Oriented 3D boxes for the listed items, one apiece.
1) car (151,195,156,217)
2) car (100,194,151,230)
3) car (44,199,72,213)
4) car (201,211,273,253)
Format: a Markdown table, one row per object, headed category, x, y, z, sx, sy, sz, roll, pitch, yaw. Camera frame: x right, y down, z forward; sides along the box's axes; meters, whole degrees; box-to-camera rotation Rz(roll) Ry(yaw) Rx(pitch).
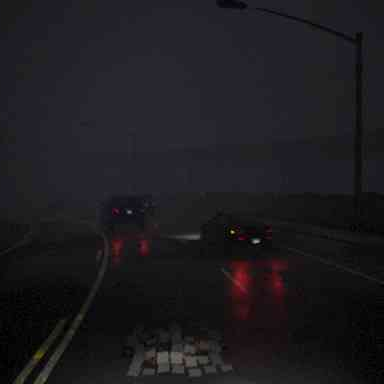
| category | x | y | z | sx | sy | sz | roll | pitch | yaw |
| --- | --- | --- | --- | --- | --- | --- | --- | --- | --- |
| car | -5.297 | 1.225 | 30.846 | 2.150 | 2.045 | 5.566 | -1 | 0 | -31 |
| car | -4.628 | 1.245 | 21.748 | 2.150 | 2.045 | 5.566 | -1 | 0 | -22 |
| car | -15.713 | 1.618 | 38.810 | 2.128 | 1.511 | 4.902 | -1 | 0 | -42 |
| car | 1.686 | 1.502 | 13.632 | 1.812 | 1.442 | 4.674 | 0 | 0 | -13 |
